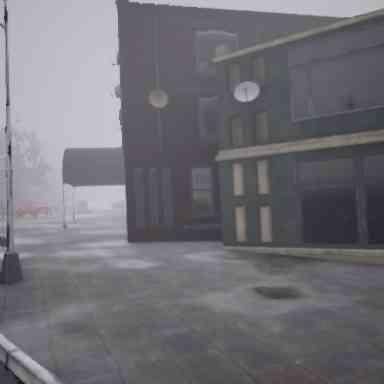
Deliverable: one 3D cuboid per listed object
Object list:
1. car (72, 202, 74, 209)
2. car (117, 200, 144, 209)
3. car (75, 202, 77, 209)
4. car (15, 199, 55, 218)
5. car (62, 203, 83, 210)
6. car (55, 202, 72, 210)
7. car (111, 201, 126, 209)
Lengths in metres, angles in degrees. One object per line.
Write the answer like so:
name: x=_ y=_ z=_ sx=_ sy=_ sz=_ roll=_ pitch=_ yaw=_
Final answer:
car: x=-30.322 y=3.492 z=76.384 sx=4.792 sy=1.488 sz=2.163 roll=-3 pitch=-1 yaw=-22
car: x=-12.140 y=2.405 z=65.259 sx=4.892 sy=1.521 sz=2.231 roll=-1 pitch=-1 yaw=-22
car: x=-30.461 y=3.470 z=82.297 sx=4.553 sy=1.767 sz=2.185 roll=-3 pitch=-1 yaw=-22
car: x=-18.507 y=1.886 z=38.957 sx=2.150 sy=2.045 sz=5.566 roll=-3 pitch=0 yaw=-2
car: x=-30.597 y=3.697 z=85.213 sx=4.792 sy=1.488 sz=2.163 roll=-3 pitch=-1 yaw=-22
car: x=-30.197 y=3.141 z=73.476 sx=5.566 sy=2.045 sz=2.435 roll=-3 pitch=-2 yaw=-22
car: x=-11.969 y=2.270 z=59.401 sx=4.892 sy=1.521 sz=2.231 roll=-1 pitch=-2 yaw=-22
